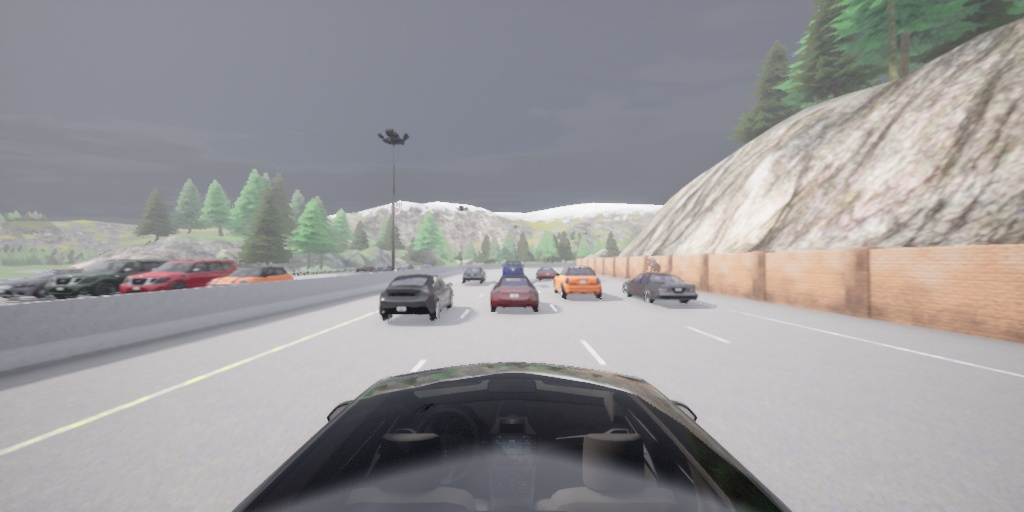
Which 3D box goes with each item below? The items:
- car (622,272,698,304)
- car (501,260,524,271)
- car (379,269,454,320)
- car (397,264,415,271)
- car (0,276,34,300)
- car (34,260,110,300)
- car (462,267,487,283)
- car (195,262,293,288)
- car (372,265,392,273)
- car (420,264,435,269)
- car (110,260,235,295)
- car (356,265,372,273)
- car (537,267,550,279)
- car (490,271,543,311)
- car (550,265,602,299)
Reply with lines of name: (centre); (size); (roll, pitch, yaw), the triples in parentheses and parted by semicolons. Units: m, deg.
car: (7.098, 1.520, 17.790); (2.033, 1.411, 5.357); (0, -1, 0)
car: (0.100, 1.458, 37.122); (2.150, 2.045, 5.566); (0, -1, 0)
car: (-3.407, 1.416, 13.482); (1.837, 1.490, 4.892); (0, -1, 0)
car: (-17.506, 2.067, 59.581); (1.812, 1.442, 4.674); (0, -1, 1)
car: (-24.601, 1.485, 19.735); (2.128, 1.511, 4.902); (0, -1, 0)
car: (-21.103, 1.211, 19.503); (2.150, 2.045, 5.566); (0, -1, 0)
car: (-3.401, 1.724, 32.814); (2.033, 1.411, 5.357); (0, -1, 0)
car: (-14.102, 1.345, 19.584); (2.097, 1.767, 4.553); (0, -1, 0)
car: (-21.011, 2.102, 59.467); (1.994, 1.385, 4.181); (0, -1, 1)
car: (-14.090, 2.102, 60.494); (2.033, 1.411, 5.357); (0, -1, 1)
car: (-17.600, 1.213, 19.567); (2.150, 2.045, 5.566); (0, -1, 0)
car: (-24.495, 2.152, 60.426); (1.895, 1.301, 4.718); (0, -1, 0)
car: (3.599, 1.811, 37.897); (1.994, 1.385, 4.181); (0, -1, 0)
car: (0.095, 1.505, 15.617); (1.994, 1.385, 4.181); (0, -1, 0)
car: (3.598, 1.359, 20.332); (2.097, 1.767, 4.553); (0, -1, 0)
